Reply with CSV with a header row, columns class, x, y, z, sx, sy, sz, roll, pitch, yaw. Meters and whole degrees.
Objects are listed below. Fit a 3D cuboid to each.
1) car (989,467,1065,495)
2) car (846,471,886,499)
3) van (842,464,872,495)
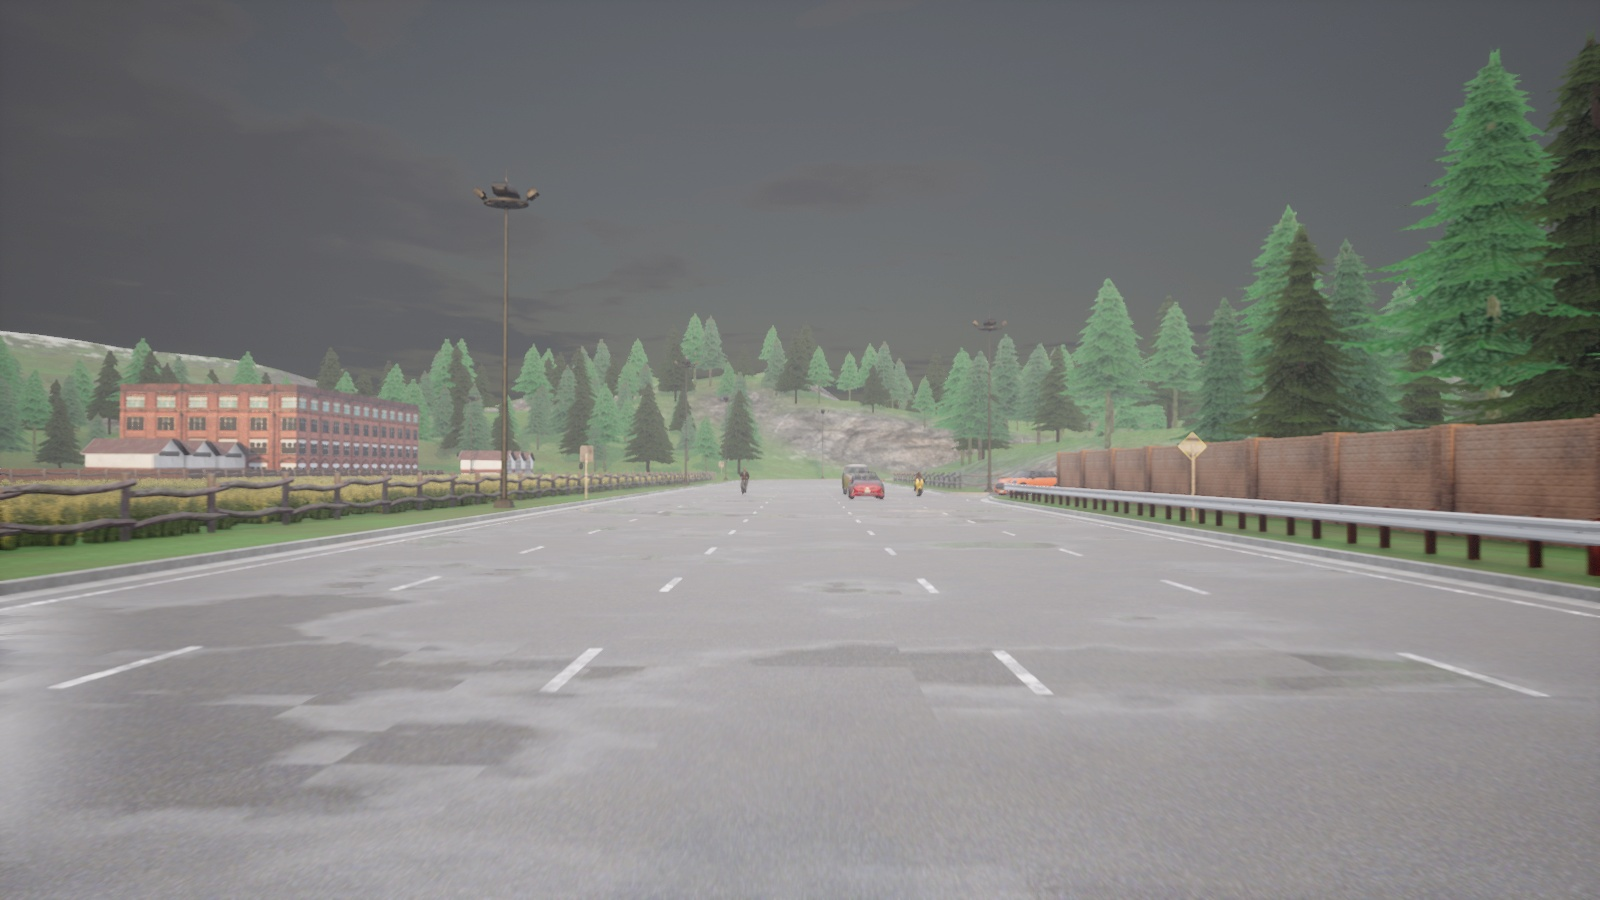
class,x,y,z,sx,sy,sz,roll,pitch,yaw
car,14.466,1.961,80.088,4.553,1.767,2.097,0,-1,-32
car,3.683,1.931,70.497,2.007,1.525,4.514,0,-1,0
van,3.725,1.948,83.108,1.775,1.987,4.442,0,-1,0
